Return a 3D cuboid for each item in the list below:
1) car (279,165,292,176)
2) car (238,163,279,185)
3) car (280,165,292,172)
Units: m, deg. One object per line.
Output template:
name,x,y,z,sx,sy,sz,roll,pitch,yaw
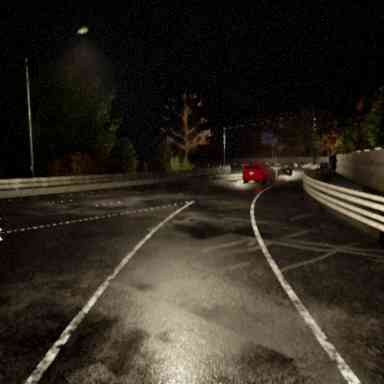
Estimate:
car,13.767,-3.012,49.163,1.895,1.301,4.718,1,6,20
car,6.873,-1.872,33.843,2.150,2.045,5.566,2,6,28
car,18.465,-4.647,65.633,1.994,1.385,4.181,0,5,12
